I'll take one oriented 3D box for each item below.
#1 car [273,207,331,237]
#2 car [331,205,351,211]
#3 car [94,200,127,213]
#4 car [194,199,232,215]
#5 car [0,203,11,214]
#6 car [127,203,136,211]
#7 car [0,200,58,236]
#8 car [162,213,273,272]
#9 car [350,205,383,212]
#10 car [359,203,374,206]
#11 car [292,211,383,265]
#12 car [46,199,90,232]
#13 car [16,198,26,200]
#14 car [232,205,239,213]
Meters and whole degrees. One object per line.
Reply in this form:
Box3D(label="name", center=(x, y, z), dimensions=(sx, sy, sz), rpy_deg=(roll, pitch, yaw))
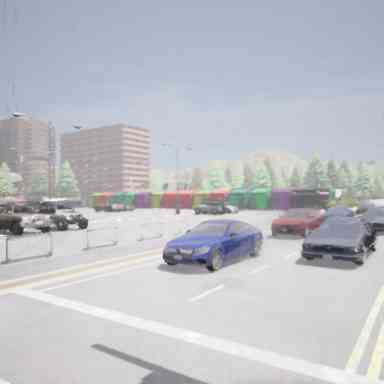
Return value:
Box3D(label="car", center=(6.231, 1.708, 19.204), dimensions=(1.882, 1.535, 5.008), rpy_deg=(-1, -1, 36))
Box3D(label="car", center=(12.067, 1.814, 27.250), dimensions=(1.812, 1.442, 4.674), rpy_deg=(-1, -1, 36))
Box3D(label="car", center=(-12.250, 2.039, 48.665), dimensions=(4.605, 1.855, 1.932), rpy_deg=(-1, -1, 34))
Box3D(label="car", center=(2.209, 1.730, 38.775), dimensions=(3.866, 1.878, 1.905), rpy_deg=(-1, -1, 34))
Box3D(label="car", center=(-29.283, 2.465, 50.359), dimensions=(3.905, 1.438, 1.784), rpy_deg=(-1, -1, 34))
Box3D(label="car", center=(-10.556, 2.266, 51.014), dimensions=(3.905, 1.438, 1.784), rpy_deg=(-1, -1, 34))
Box3D(label="car", center=(-10.542, 1.586, 20.216), dimensions=(4.605, 1.855, 1.932), rpy_deg=(-1, -1, 34))
Box3D(label="car", center=(0.957, 1.701, 11.771), dimensions=(1.812, 1.442, 4.674), rpy_deg=(-1, -1, 36))
Box3D(label="car", center=(11.670, 1.741, 20.757), dimensions=(2.033, 1.411, 5.357), rpy_deg=(-1, -1, 36))
Box3D(label="car", center=(20.690, 1.936, 39.028), dimensions=(1.994, 1.385, 4.181), rpy_deg=(-1, -1, 36))
Box3D(label="car", center=(5.778, 1.682, 12.578), dimensions=(2.033, 1.411, 5.357), rpy_deg=(-1, -1, 35))
Box3D(label="car", center=(-8.860, 1.606, 22.572), dimensions=(3.866, 1.878, 1.905), rpy_deg=(-1, -1, 34))
Box3D(label="car", center=(-27.809, 2.273, 52.604), dimensions=(4.605, 1.855, 1.932), rpy_deg=(-1, -1, 34))
Box3D(label="car", center=(3.858, 1.987, 41.153), dimensions=(3.806, 1.475, 1.970), rpy_deg=(-1, -1, 34))
